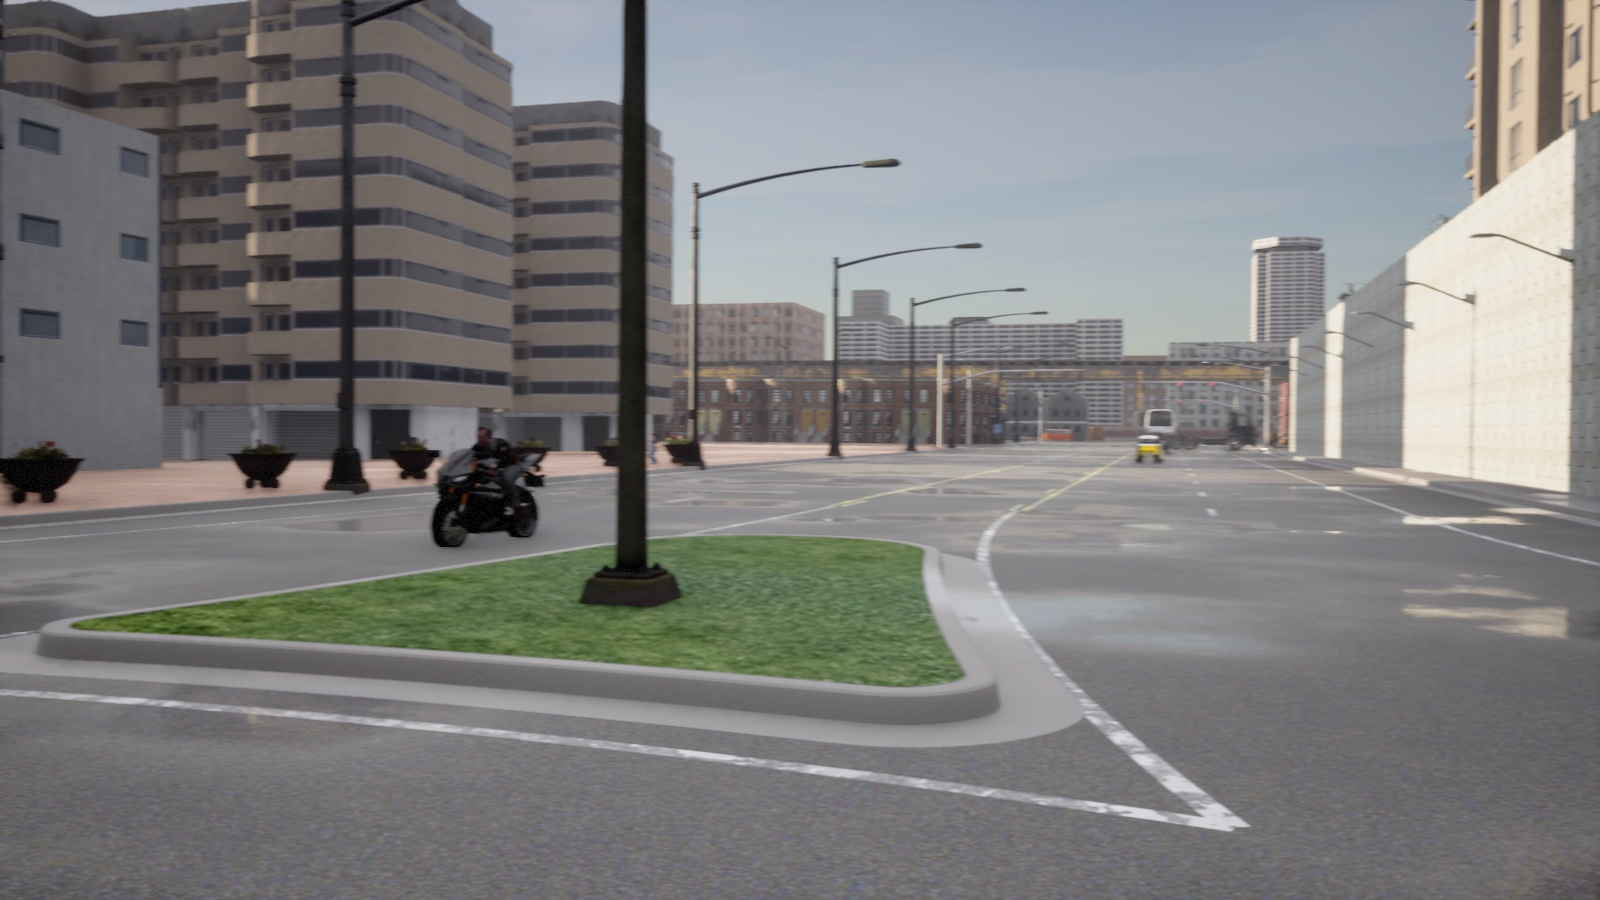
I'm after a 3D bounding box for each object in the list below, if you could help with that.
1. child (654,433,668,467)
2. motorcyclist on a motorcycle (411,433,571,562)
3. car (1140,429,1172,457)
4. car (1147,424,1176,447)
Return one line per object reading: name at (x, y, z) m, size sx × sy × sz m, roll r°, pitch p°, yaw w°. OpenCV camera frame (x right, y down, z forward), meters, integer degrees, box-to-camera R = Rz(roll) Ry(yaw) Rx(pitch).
child at (-5.241, -0.009, 47.268) m, size 0.437 × 1.263 × 0.270 m, roll -1°, pitch 1°, yaw -41°
motorcyclist on a motorcycle at (-3.914, 0.556, 16.115) m, size 0.866 × 1.530 × 2.191 m, roll 0°, pitch 1°, yaw 21°
car at (17.831, -0.372, 62.898) m, size 1.481 × 1.376 × 2.207 m, roll 0°, pitch 1°, yaw 17°
car at (27.531, -1.100, 95.464) m, size 2.033 × 1.649 × 4.856 m, roll 0°, pitch 1°, yaw 17°
